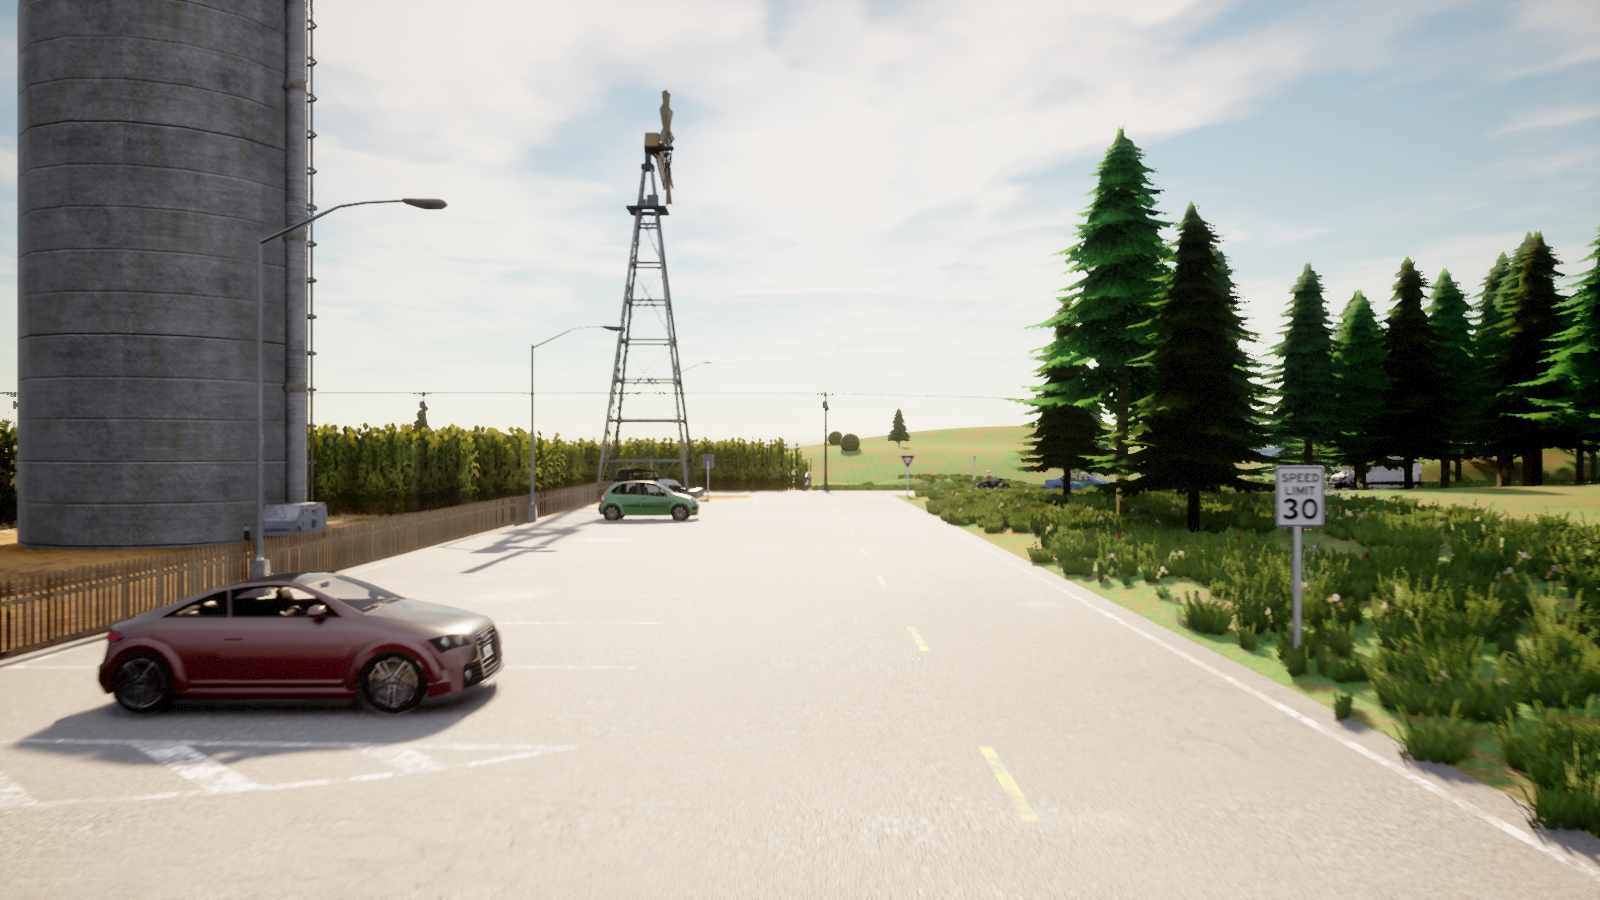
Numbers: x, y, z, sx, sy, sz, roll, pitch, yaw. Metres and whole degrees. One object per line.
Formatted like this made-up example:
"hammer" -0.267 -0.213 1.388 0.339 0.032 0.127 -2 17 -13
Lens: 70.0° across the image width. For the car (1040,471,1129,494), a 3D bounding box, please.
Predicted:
"car" 18.842 2.106 75.688 5.357 1.411 2.033 0 0 38
